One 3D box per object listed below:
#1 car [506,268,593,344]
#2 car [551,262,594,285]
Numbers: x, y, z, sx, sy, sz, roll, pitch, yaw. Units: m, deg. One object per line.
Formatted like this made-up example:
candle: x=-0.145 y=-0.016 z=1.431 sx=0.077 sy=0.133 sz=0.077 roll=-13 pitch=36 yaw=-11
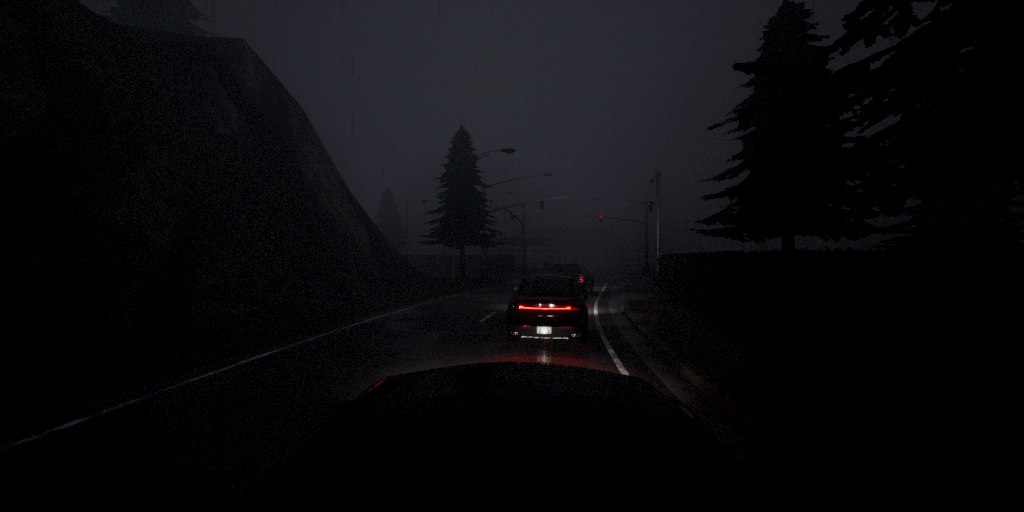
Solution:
car: x=1.021 y=1.255 z=9.649 sx=1.837 sy=1.490 sz=4.892 roll=0 pitch=0 yaw=9
car: x=3.024 y=1.102 z=18.569 sx=2.097 sy=1.767 sz=4.553 roll=0 pitch=0 yaw=17
